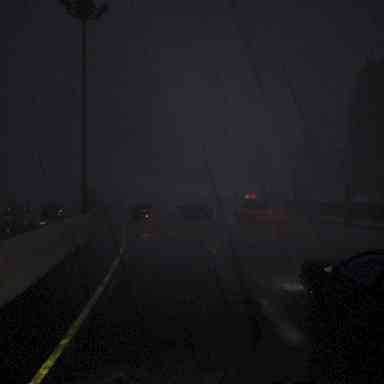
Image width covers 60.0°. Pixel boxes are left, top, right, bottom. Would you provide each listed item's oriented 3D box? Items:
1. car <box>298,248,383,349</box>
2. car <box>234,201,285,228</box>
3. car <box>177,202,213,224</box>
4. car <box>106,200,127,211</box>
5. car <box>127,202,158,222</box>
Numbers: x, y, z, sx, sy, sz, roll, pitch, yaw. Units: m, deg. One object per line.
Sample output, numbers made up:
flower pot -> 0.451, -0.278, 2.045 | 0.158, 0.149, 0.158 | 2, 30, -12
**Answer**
car -> 3.339, 1.541, 4.769 | 2.033, 1.411, 5.357 | 0, 0, -3
car -> 4.379, 1.356, 22.271 | 2.097, 1.767, 4.553 | 0, 0, -12
car -> 0.115, 1.495, 25.120 | 1.882, 1.535, 5.008 | 0, 0, -14
car -> -9.556, 1.658, 41.964 | 1.895, 1.301, 4.718 | 0, 0, -25
car -> -3.922, 1.534, 26.701 | 1.837, 1.490, 4.892 | 0, 0, -15
